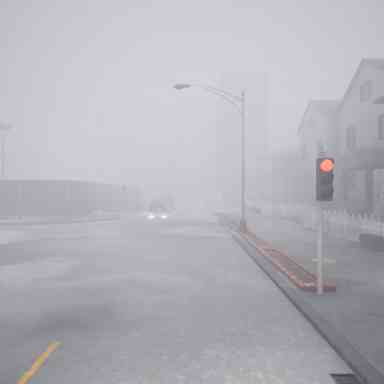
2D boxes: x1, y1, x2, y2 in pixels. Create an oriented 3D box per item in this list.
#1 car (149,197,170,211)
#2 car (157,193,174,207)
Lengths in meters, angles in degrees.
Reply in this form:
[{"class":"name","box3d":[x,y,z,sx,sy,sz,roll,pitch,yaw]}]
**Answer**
[{"class":"car","box3d":[-4.083,1.600,40.949,1.895,1.301,4.718,0,0,0]},{"class":"car","box3d":[-4.057,1.221,51.590,2.150,2.045,5.566,0,0,1]}]
